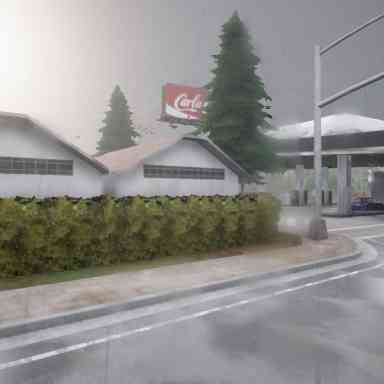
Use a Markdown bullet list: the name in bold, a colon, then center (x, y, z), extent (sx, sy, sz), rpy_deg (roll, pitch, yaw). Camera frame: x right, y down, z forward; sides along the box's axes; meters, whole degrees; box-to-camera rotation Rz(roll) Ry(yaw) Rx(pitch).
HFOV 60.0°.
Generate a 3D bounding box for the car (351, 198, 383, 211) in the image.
- **car**: center (20.748, 1.480, 39.301), extent (4.611, 1.667, 2.242), rpy_deg (0, 0, -36)

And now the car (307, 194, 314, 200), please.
- **car**: center (31.771, 1.330, 88.805), extent (2.152, 1.636, 5.027), rpy_deg (0, 0, -36)
